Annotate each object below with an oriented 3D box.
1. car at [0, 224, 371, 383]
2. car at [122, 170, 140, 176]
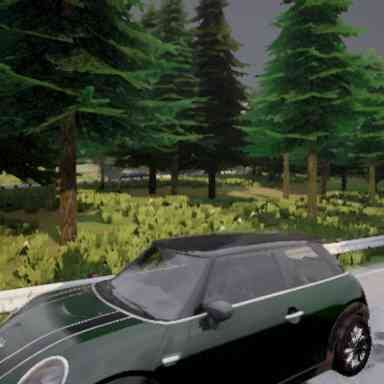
[{"bbox_3d":[0.066,1.345,3.990,4.553,1.767,2.097,0,0,-33],"label":"car"},{"bbox_3d":[-7.330,-2.212,45.796,4.892,1.490,1.837,-7,4,-41],"label":"car"}]
